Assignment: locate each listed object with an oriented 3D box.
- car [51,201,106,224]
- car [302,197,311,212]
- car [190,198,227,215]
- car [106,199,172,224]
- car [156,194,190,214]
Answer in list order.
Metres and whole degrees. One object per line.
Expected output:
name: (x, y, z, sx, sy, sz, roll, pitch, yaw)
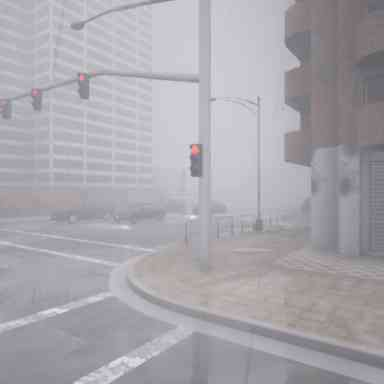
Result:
car: (-8.176, 1.469, 25.230, 1.882, 1.535, 5.008, 0, 0, 35)
car: (14.466, 1.348, 38.722, 2.097, 1.767, 4.553, 0, 0, 35)
car: (1.821, 1.557, 33.271, 1.994, 1.385, 4.181, 0, 0, 36)
car: (-3.875, 1.519, 25.218, 1.812, 1.442, 4.674, 0, 0, 35)
car: (-2.601, 1.343, 33.099, 2.097, 1.767, 4.553, 0, 0, 35)
